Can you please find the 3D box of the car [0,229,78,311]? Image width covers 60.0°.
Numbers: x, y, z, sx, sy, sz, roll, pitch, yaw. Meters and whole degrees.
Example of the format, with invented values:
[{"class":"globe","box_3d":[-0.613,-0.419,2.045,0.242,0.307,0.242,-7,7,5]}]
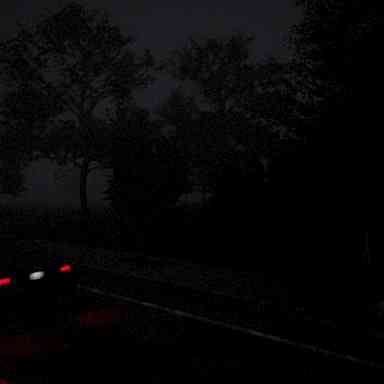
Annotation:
[{"class":"car","box_3d":[-4.831,1.551,7.438,5.357,1.411,2.033,0,0,36]}]
